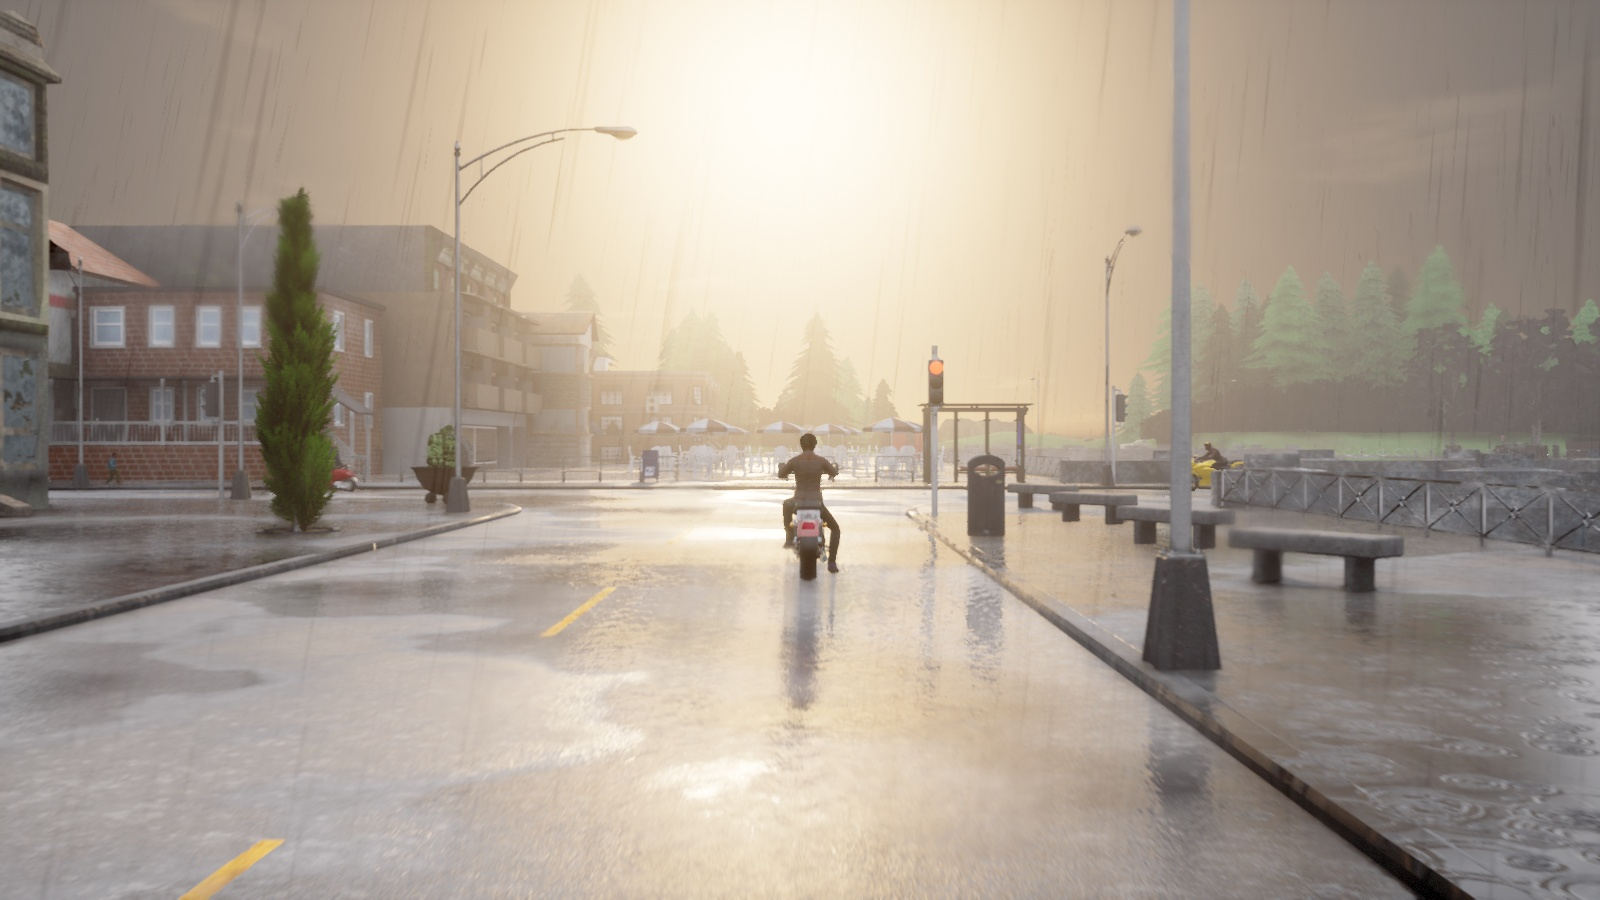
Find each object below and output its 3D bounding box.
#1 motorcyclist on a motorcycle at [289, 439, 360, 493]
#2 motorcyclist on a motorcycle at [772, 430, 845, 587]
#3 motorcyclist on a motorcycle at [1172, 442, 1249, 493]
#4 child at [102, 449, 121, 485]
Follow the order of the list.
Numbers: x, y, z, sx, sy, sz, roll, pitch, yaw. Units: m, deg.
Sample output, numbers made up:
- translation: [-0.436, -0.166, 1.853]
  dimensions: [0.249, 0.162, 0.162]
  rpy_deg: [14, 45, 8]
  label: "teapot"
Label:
- translation: [-14.339, 0.475, 37.911]
  dimensions: [1.817, 1.590, 0.866]
  rpy_deg: [0, 0, 2]
  label: "motorcyclist on a motorcycle"
- translation: [0.095, 0.616, 14.410]
  dimensions: [0.766, 1.649, 2.350]
  rpy_deg: [0, 0, 0]
  label: "motorcyclist on a motorcycle"
- translation: [12.359, 0.525, 37.827]
  dimensions: [2.044, 1.523, 0.797]
  rpy_deg: [0, 0, 0]
  label: "motorcyclist on a motorcycle"
- translation: [-23.150, 0.580, 42.236]
  dimensions: [0.448, 1.192, 0.343]
  rpy_deg: [0, 0, -3]
  label: "child"
